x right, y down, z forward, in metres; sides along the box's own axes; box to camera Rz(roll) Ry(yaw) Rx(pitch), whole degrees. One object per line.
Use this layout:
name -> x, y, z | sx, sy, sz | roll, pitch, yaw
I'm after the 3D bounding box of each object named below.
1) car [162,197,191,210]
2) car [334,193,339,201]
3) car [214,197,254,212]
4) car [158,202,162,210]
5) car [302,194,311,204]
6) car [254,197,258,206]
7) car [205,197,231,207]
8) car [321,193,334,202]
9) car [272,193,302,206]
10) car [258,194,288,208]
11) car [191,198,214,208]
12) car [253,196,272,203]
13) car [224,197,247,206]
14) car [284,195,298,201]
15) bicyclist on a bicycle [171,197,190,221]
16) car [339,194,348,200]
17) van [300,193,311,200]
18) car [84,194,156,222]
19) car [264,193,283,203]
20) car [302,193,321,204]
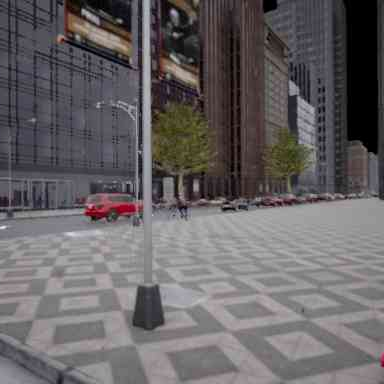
car -> -2.388, 1.387, 40.700 | 1.967, 1.590, 4.097 | 0, 0, 35
car -> 30.344, 1.316, 73.123 | 1.752, 1.417, 4.829 | -1, 0, 35
car -> 4.627, 1.437, 35.854 | 1.947, 1.339, 4.313 | 0, 0, 35
car -> -5.589, 1.544, 36.059 | 1.802, 1.307, 4.206 | 0, 0, 35
car -> 17.437, 1.391, 54.419 | 1.947, 1.339, 4.313 | 0, 0, 35
car -> 9.393, 1.392, 47.347 | 1.812, 1.442, 4.674 | -1, 0, 35
car -> 3.922, 1.446, 49.843 | 1.752, 1.417, 4.829 | 0, 0, 35
car -> 27.044, 1.113, 68.344 | 2.192, 1.841, 5.009 | 0, 0, 35
car -> 14.233, 1.150, 49.779 | 2.192, 1.841, 5.009 | 0, 0, 35
car -> 11.032, 1.390, 45.137 | 1.887, 1.381, 4.507 | 0, 0, 35
car -> 0.817, 1.515, 45.342 | 1.802, 1.307, 4.206 | 0, 0, 35
car -> 13.628, 1.436, 63.909 | 1.887, 1.381, 4.507 | 0, 0, 35
car -> 7.222, 1.476, 54.626 | 1.947, 1.339, 4.313 | 0, 0, 35
car -> 23.237, 1.448, 77.833 | 1.802, 1.307, 4.206 | 0, 0, 35
bicyclist on a bicycle -> -0.820, 1.188, 22.746 | 1.656, 1.620, 0.582 | -1, 0, 35
car -> 36.652, 1.372, 82.265 | 1.802, 1.307, 4.206 | -1, 0, 35
van -> 29.640, 1.206, 87.118 | 1.690, 1.788, 3.998 | -1, 0, 35
car -> -5.630, 1.159, 25.716 | 2.150, 2.045, 5.566 | -1, 0, 36
car -> 16.829, 1.197, 68.551 | 2.192, 1.841, 5.009 | 0, 0, 35
car -> 20.638, 1.131, 59.061 | 2.192, 1.841, 5.009 | 0, 0, 35
